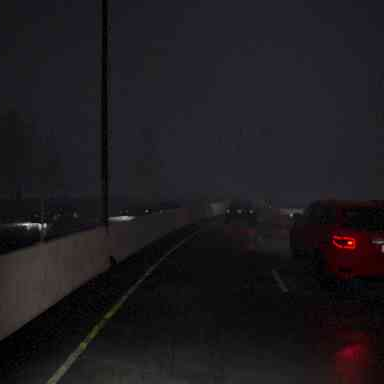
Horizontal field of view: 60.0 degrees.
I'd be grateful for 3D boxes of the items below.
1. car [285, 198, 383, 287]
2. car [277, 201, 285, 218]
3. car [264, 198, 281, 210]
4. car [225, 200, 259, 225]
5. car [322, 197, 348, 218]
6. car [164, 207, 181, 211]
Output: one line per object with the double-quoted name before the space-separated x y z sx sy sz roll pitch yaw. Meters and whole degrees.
"car" 4.281 1.230 9.381 2.150 2.045 5.566 0 0 7
"car" 8.983 1.614 29.666 1.895 1.301 4.718 0 0 19
"car" 10.270 1.517 41.456 1.837 1.490 4.892 0 0 26
"car" 3.741 1.352 24.428 2.097 1.767 4.553 0 0 15
"car" 13.441 1.377 31.436 2.097 1.767 4.553 0 0 21
"car" -2.431 1.486 28.968 1.837 1.490 4.892 0 0 17
